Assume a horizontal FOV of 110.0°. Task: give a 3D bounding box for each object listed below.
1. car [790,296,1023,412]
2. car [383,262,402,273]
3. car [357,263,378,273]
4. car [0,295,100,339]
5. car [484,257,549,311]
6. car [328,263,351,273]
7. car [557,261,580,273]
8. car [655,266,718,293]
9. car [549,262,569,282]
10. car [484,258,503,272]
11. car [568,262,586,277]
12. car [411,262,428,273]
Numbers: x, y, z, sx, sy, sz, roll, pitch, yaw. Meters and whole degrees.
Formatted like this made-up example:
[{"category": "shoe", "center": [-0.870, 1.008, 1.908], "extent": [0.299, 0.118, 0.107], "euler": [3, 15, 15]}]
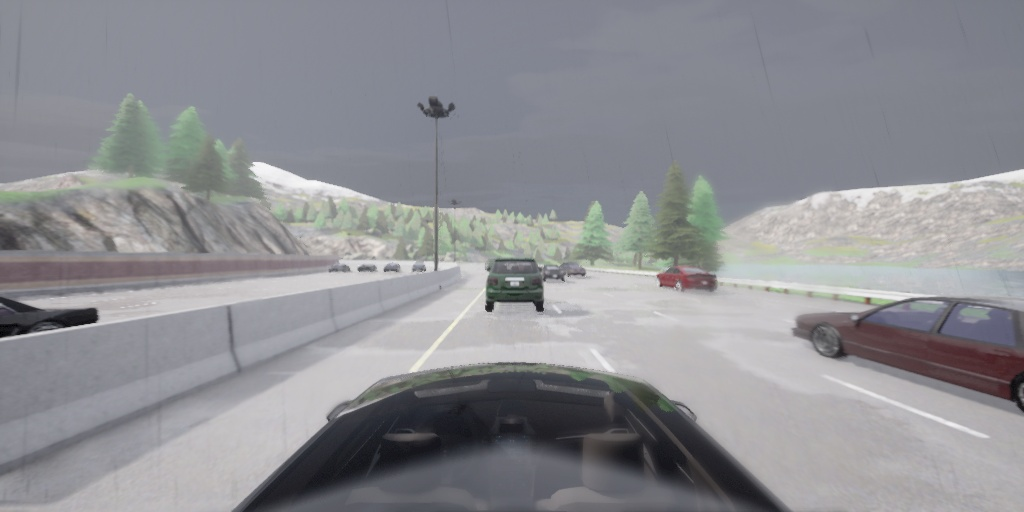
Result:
[{"category": "car", "center": [7.093, 1.321, 5.448], "extent": [2.033, 1.411, 5.357], "euler": [0, 0, 0]}, {"category": "car", "center": [-16.430, 1.594, 49.481], "extent": [2.033, 1.411, 5.357], "euler": [0, 0, -9]}, {"category": "car", "center": [-20.060, 1.650, 49.814], "extent": [1.895, 1.301, 4.718], "euler": [0, 0, -10]}, {"category": "car", "center": [-10.600, 1.378, 6.117], "extent": [1.895, 1.301, 4.718], "euler": [0, 0, 0]}, {"category": "car", "center": [0.101, 1.056, 15.061], "extent": [2.150, 2.045, 5.566], "euler": [0, 0, 0]}, {"category": "car", "center": [-23.479, 1.606, 48.846], "extent": [1.994, 1.385, 4.181], "euler": [0, 0, -10]}, {"category": "car", "center": [8.119, 1.570, 52.187], "extent": [1.837, 1.490, 4.892], "euler": [1, 0, -10]}, {"category": "car", "center": [10.591, 1.354, 22.158], "extent": [1.882, 1.535, 5.008], "euler": [0, 0, 0]}, {"category": "car", "center": [3.357, 1.459, 31.270], "extent": [1.812, 1.442, 4.674], "euler": [0, 0, -3]}, {"category": "car", "center": [-2.882, 1.301, 54.625], "extent": [2.150, 2.045, 5.566], "euler": [1, 0, -12]}, {"category": "car", "center": [6.432, 1.527, 38.612], "extent": [2.033, 1.411, 5.357], "euler": [0, 0, -6]}, {"category": "car", "center": [-13.264, 1.584, 51.404], "extent": [1.812, 1.442, 4.674], "euler": [0, 0, -10]}]
